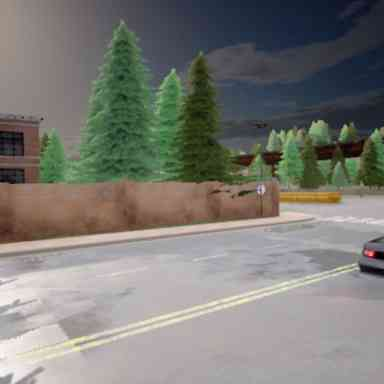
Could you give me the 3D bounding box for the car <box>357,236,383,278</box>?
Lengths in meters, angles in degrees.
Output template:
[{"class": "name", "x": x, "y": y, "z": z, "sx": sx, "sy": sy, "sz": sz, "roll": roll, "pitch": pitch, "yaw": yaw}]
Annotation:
[{"class": "car", "x": 6.206, "y": 1.323, "z": 8.113, "sx": 5.357, "sy": 1.411, "sz": 2.033, "roll": -2, "pitch": 1, "yaw": -35}]
